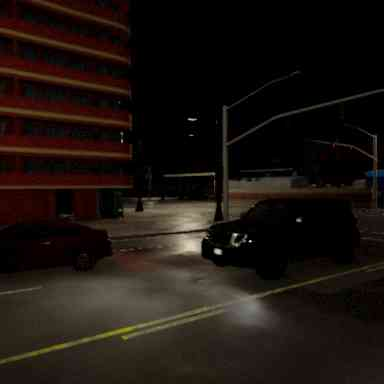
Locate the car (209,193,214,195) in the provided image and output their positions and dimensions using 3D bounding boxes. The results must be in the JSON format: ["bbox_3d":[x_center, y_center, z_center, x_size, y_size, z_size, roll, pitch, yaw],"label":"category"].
[{"bbox_3d":[5.425,1.064,76.679,3.806,1.475,1.970,-1,1,-35],"label":"car"}]

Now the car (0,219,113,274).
[{"bbox_3d":[-4.560,1.525,9.307,4.674,1.442,1.812,0,0,-35],"label":"car"}]

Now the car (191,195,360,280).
[{"bbox_3d":[2.940,1.225,10.293,5.566,2.045,2.150,1,0,-35],"label":"car"}]

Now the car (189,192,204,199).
[{"bbox_3d":[1.451,0.914,80.898,4.611,1.667,2.242,-1,1,-35],"label":"car"}]
